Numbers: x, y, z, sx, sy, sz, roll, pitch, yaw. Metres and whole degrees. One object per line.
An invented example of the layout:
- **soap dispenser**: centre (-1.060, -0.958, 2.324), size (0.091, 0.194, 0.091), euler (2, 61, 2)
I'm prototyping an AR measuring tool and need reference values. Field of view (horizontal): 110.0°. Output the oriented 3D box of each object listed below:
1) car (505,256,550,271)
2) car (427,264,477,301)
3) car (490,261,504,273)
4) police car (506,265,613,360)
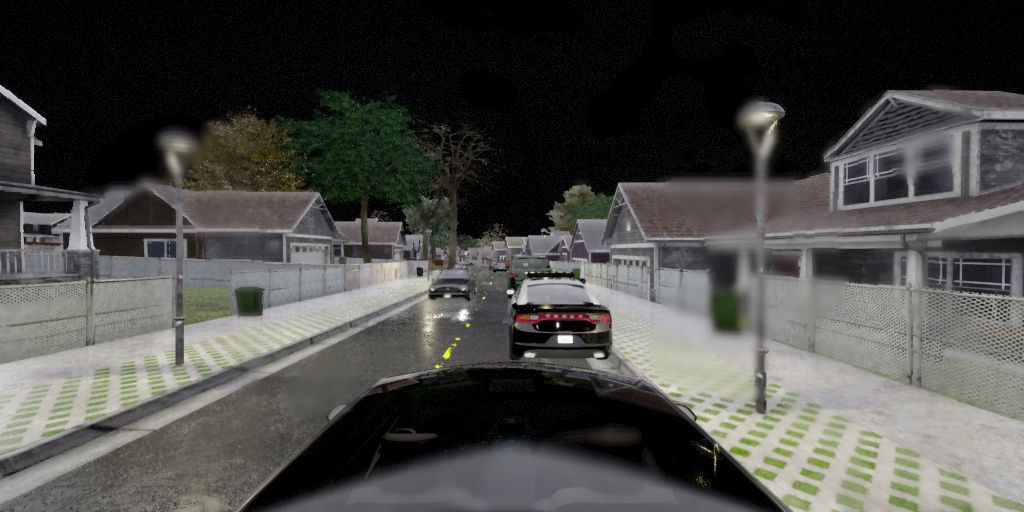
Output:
- **car**: centre (0.847, 1.001, 18.479), size (2.150, 2.045, 5.566), euler (0, 0, -1)
- **car**: centre (-2.766, 1.323, 17.830), size (2.033, 1.411, 5.357), euler (0, 0, -1)
- **car**: centre (-1.507, 1.477, 47.472), size (1.994, 1.385, 4.181), euler (0, 0, -4)
- **police car**: centre (0.899, 1.180, 8.505), size (1.930, 1.638, 5.238), euler (0, 0, 0)
